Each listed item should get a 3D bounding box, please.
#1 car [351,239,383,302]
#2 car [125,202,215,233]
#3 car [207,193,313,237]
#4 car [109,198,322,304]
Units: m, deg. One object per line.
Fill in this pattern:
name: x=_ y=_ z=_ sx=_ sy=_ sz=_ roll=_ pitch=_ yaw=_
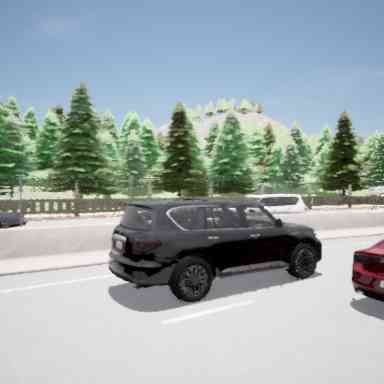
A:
car: x=5.488 y=1.441 z=6.954 sx=5.008 sy=1.535 sz=1.882 roll=0 pitch=0 yaw=-30
car: x=-1.226 y=1.396 z=19.424 sx=4.892 sy=1.490 sz=1.837 roll=0 pitch=0 yaw=-29
car: x=3.787 y=1.122 z=18.228 sx=5.566 sy=2.045 sz=2.150 roll=0 pitch=0 yaw=-27
car: x=0.781 y=1.175 z=8.264 sx=5.566 sy=2.045 sz=2.150 roll=0 pitch=0 yaw=-32
